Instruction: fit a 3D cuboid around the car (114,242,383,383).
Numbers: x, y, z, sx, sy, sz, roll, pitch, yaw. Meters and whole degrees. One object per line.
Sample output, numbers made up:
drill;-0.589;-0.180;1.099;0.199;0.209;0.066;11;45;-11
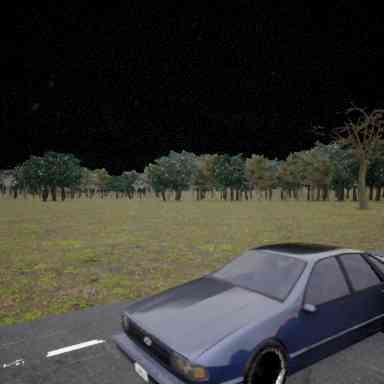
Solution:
car;1.621;1.547;5.138;5.357;1.411;2.033;0;0;-35
